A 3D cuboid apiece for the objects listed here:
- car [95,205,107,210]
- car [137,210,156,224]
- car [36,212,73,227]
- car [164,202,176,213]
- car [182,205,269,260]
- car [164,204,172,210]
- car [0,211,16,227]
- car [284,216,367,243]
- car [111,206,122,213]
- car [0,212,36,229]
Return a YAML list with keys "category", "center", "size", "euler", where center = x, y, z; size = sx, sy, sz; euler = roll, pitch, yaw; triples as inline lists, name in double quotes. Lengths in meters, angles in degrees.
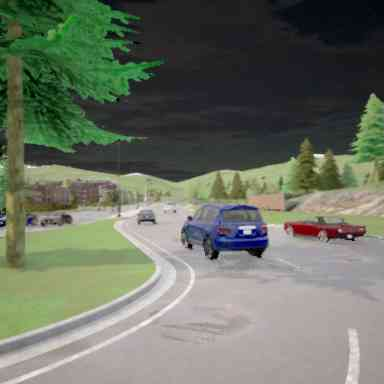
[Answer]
- category: "car"
  center: [-20.075, 3.480, 73.372]
  size: [2.097, 1.767, 4.553]
  euler: [-1, -2, -5]
- category: "car"
  center: [-4.765, 2.583, 35.147]
  size: [2.033, 1.411, 5.357]
  euler: [-1, -2, -9]
- category: "car"
  center: [-13.751, 2.750, 34.028]
  size: [1.994, 1.385, 4.181]
  euler: [-1, -1, 1]
- category: "car"
  center: [-4.213, 3.035, 65.265]
  size: [2.150, 2.045, 5.566]
  euler: [-1, -3, -5]
- category: "car"
  center: [1.185, 1.588, 14.327]
  size: [2.150, 2.045, 5.566]
  euler: [0, -2, -17]
- category: "car"
  center: [-6.173, 3.980, 86.709]
  size: [1.994, 1.385, 4.181]
  euler: [-1, -2, -5]
- category: "car"
  center: [-20.698, 2.833, 34.639]
  size: [2.128, 1.511, 4.902]
  euler: [-1, -2, 0]
- category: "car"
  center: [7.057, 1.956, 18.345]
  size: [1.895, 1.301, 4.718]
  euler: [-1, -2, -17]
- category: "car"
  center: [-16.509, 3.722, 72.824]
  size: [2.128, 1.511, 4.902]
  euler: [-1, -2, -5]
- category: "car"
  center: [-17.277, 2.707, 33.005]
  size: [1.882, 1.535, 5.008]
  euler: [-1, -2, 2]
